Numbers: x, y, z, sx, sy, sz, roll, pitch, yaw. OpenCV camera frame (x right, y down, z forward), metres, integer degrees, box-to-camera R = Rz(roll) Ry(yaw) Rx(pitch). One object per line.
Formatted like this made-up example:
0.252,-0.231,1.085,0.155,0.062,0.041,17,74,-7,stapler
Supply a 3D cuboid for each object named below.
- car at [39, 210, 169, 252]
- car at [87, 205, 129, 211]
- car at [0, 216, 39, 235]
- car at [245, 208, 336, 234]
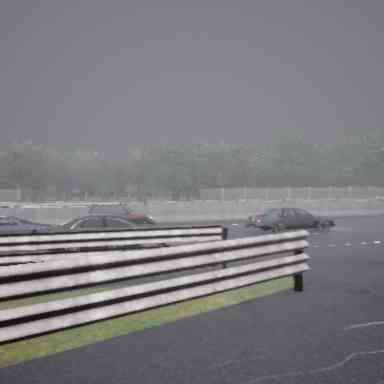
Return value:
-3.366,1.692,13.609,4.892,1.490,1.837,-1,0,-17,car
-4.582,1.573,20.556,4.553,1.767,2.097,-1,0,-17,car
-8.689,1.813,15.652,4.181,1.385,1.994,-1,0,-17,car
5.942,1.669,20.089,5.357,1.411,2.033,0,0,-17,car
